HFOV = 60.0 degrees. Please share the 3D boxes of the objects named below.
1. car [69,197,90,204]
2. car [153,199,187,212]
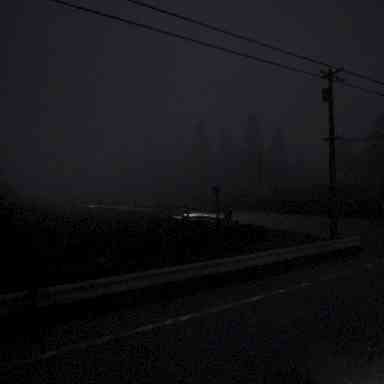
[{"bbox_3d":[-17.232,1.412,50.629,2.033,1.411,5.357,-3,2,-40],"label":"car"},{"bbox_3d":[-2.083,1.381,31.600,1.994,1.385,4.181,-3,2,-37],"label":"car"}]
